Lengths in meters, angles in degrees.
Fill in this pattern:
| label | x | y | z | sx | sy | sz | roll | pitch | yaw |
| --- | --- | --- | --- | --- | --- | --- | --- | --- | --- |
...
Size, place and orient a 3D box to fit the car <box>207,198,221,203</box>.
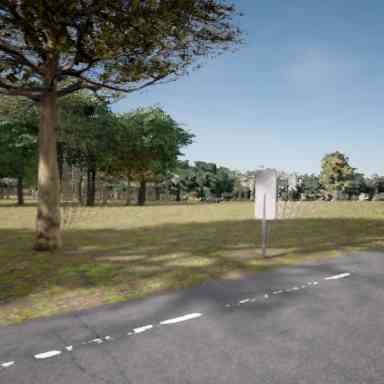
| label | x | y | z | sx | sy | sz | roll | pitch | yaw |
| --- | --- | --- | --- | --- | --- | --- | --- | --- | --- |
| car | 5.650 | 2.177 | 84.695 | 1.994 | 1.385 | 4.181 | 2 | -2 | -30 |
